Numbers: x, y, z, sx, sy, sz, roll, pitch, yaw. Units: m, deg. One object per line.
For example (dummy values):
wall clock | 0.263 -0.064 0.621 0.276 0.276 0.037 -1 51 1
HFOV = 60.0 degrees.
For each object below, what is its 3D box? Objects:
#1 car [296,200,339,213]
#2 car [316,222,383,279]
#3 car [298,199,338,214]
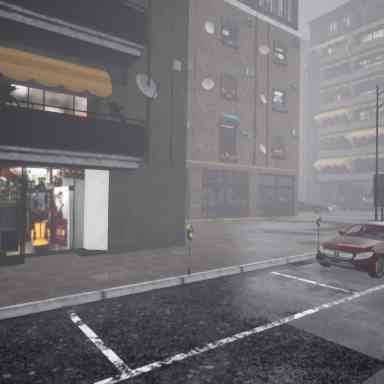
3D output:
car | 15.272 1.706 40.731 1.752 1.417 4.829 1 -1 -36
car | 5.543 1.588 10.100 4.206 1.307 1.802 0 1 -36
car | 12.484 1.548 35.336 2.128 1.511 4.902 2 -1 -36
